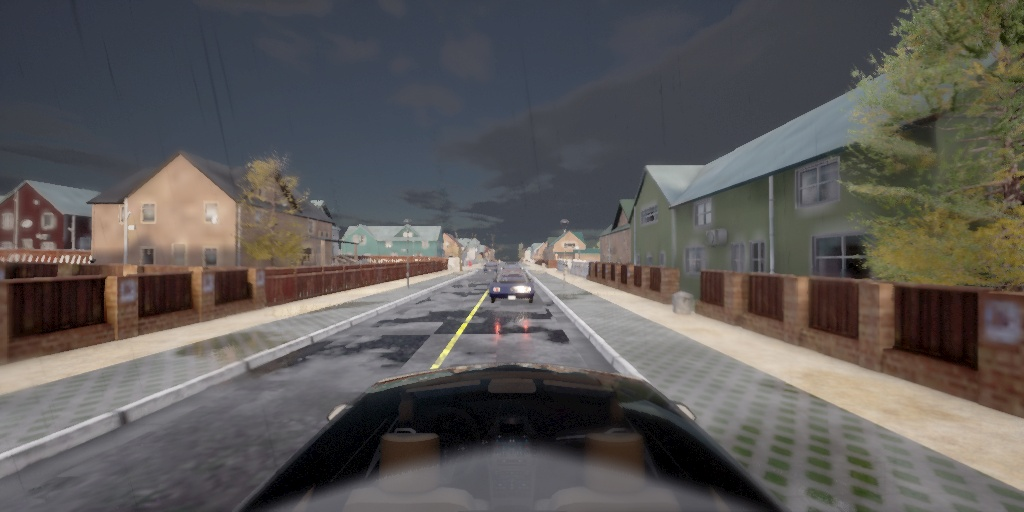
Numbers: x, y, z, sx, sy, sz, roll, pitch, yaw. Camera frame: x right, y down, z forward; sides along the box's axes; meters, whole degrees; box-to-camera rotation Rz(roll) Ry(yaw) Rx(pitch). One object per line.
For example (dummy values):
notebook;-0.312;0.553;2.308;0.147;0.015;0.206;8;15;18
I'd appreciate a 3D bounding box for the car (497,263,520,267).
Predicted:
car;0.000;1.346;31.505;2.033;1.411;5.357;0;0;0

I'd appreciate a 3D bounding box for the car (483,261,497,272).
car;-2.750;1.425;47.507;2.033;1.411;5.357;0;0;0

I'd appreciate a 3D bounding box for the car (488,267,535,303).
car;0.000;1.376;16.532;1.895;1.301;4.718;0;0;0
